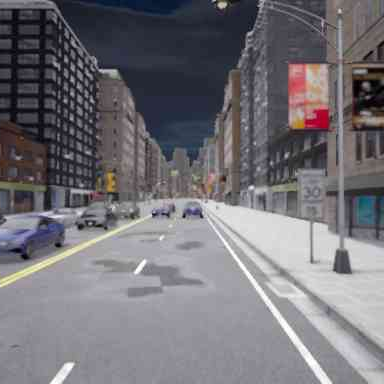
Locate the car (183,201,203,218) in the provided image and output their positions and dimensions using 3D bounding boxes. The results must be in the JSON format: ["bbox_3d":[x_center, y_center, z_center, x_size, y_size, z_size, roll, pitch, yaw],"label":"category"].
[{"bbox_3d":[0.079,1.845,36.344,2.097,1.767,4.553,0,-1,0],"label":"car"}]

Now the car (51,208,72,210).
[{"bbox_3d":[-9.763,1.897,24.645,1.895,1.301,4.718,0,-1,0],"label":"car"}]

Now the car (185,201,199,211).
[{"bbox_3d":[0.062,2.208,53.868,2.128,1.511,4.902,0,-1,0],"label":"car"}]

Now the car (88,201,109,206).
[{"bbox_3d":[-9.769,1.789,34.962,2.097,1.767,4.553,0,-1,0],"label":"car"}]

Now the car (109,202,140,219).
[{"bbox_3d":[-6.518,1.781,33.435,2.097,1.767,4.553,0,-1,0],"label":"car"}]

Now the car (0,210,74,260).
[{"bbox_3d":[-6.589,1.677,13.310,1.812,1.442,4.674,0,-1,0],"label":"car"}]

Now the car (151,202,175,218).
[{"bbox_3d":[-3.271,2.081,36.376,1.895,1.301,4.718,0,-1,0],"label":"car"}]

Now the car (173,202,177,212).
[{"bbox_3d":[-3.267,2.118,47.561,2.128,1.511,4.902,0,-1,0],"label":"car"}]

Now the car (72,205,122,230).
[{"bbox_3d":[-6.512,1.854,23.315,1.994,1.385,4.181,0,-1,0],"label":"car"}]
